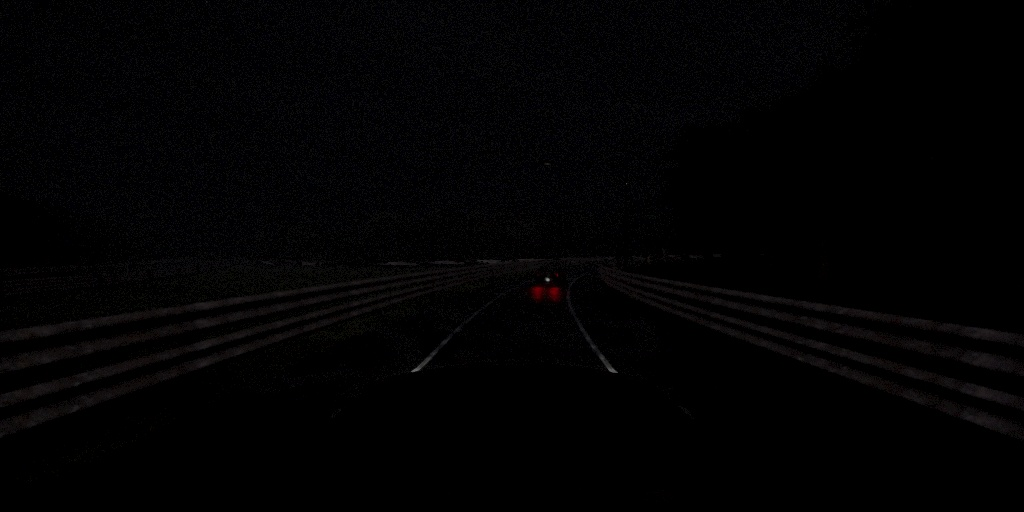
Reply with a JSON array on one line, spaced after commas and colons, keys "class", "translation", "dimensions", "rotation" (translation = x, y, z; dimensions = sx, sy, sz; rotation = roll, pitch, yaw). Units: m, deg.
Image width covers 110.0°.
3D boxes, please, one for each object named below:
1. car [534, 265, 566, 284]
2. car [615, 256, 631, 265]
[{"class": "car", "translation": [2.922, 1.308, 26.405], "dimensions": [1.895, 1.301, 4.718], "rotation": [0, 0, 13]}, {"class": "car", "translation": [19.159, 0.795, 62.150], "dimensions": [2.097, 1.767, 4.553], "rotation": [0, 1, 35]}]
